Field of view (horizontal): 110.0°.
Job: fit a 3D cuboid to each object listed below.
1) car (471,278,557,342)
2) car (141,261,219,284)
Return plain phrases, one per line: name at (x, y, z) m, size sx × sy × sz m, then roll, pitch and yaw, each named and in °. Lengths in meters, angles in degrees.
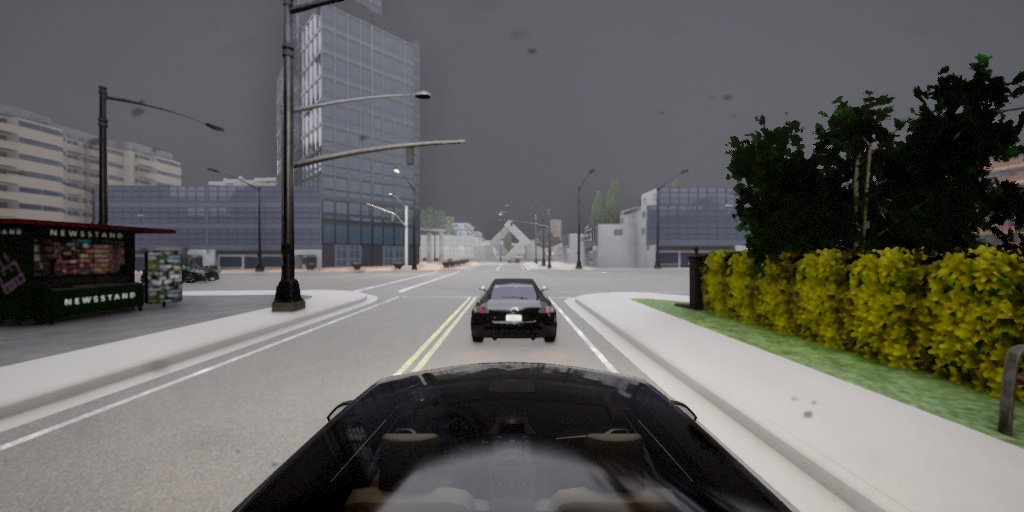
car at (0.045, 1.276, 9.635) m, size 1.994 × 1.385 × 4.181 m, roll 0°, pitch 0°, yaw 0°
car at (-24.948, 1.182, 27.118) m, size 4.553 × 1.767 × 2.097 m, roll -1°, pitch 0°, yaw -1°
